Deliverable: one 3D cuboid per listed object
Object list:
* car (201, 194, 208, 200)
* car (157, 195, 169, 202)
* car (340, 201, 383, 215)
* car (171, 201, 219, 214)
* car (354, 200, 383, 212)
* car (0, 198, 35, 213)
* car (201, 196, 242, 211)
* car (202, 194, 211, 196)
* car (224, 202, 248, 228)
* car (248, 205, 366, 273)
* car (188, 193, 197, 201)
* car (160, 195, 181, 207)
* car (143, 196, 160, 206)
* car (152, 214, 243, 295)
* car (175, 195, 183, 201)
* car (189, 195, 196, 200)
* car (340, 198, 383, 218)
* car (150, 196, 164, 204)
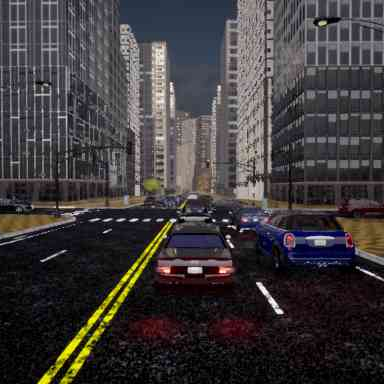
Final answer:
[{"bbox_3d":[3.436,1.386,92.556,1.882,1.535,5.008,0,0,0],"label":"car"},{"bbox_3d":[-6.355,1.478,72.951,2.033,1.411,5.357,0,0,0],"label":"car"},{"bbox_3d":[19.137,1.735,36.636,4.718,1.301,1.895,1,1,1],"label":"car"},{"bbox_3d":[0.137,1.482,18.626,2.128,1.511,4.902,0,0,0],"label":"car"},{"bbox_3d":[21.888,1.642,39.183,4.829,1.417,1.752,1,0,1],"label":"car"},{"bbox_3d":[-18.761,1.340,34.140,4.902,1.511,2.128,1,1,1],"label":"car"},{"bbox_3d":[3.679,1.505,36.920,4.892,1.490,1.837,1,1,1],"label":"car"},{"bbox_3d":[3.412,1.441,70.858,1.837,1.490,4.892,0,0,0],"label":"car"},{"bbox_3d":[3.391,1.537,20.235,2.033,1.411,5.357,0,0,0],"label":"car"},{"bbox_3d":[3.370,1.347,10.851,2.097,1.767,4.553,0,0,0],"label":"car"},{"bbox_3d":[0.165,1.149,82.716,2.150,2.045,5.566,0,0,0],"label":"car"},{"bbox_3d":[-3.221,1.317,50.561,2.097,1.767,4.553,0,0,-1],"label":"car"},{"bbox_3d":[-6.489,1.468,52.401,1.837,1.490,4.892,0,0,0],"label":"car"},{"bbox_3d":[0.110,1.544,8.881,2.033,1.411,5.357,0,0,1],"label":"car"},{"bbox_3d":[-3.092,1.429,79.535,1.837,1.490,4.892,0,0,0],"label":"car"},{"bbox_3d":[0.186,1.502,93.052,1.895,1.301,4.718,0,0,0],"label":"car"},{"bbox_3d":[16.262,1.518,30.907,5.009,1.841,2.192,1,0,1],"label":"car"},{"bbox_3d":[-6.436,1.499,62.281,2.033,1.411,5.357,0,0,0],"label":"car"}]
